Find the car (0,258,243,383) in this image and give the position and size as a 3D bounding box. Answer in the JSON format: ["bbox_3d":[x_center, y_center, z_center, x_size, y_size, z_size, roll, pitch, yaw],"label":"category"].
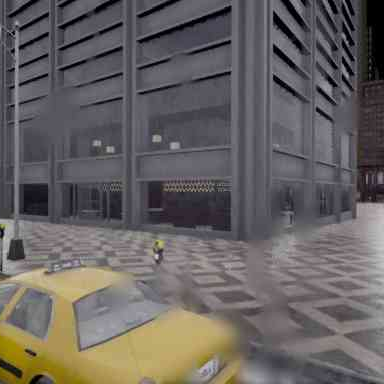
[{"bbox_3d":[-1.763,1.525,4.224,4.829,1.417,1.752,0,0,36],"label":"car"}]
